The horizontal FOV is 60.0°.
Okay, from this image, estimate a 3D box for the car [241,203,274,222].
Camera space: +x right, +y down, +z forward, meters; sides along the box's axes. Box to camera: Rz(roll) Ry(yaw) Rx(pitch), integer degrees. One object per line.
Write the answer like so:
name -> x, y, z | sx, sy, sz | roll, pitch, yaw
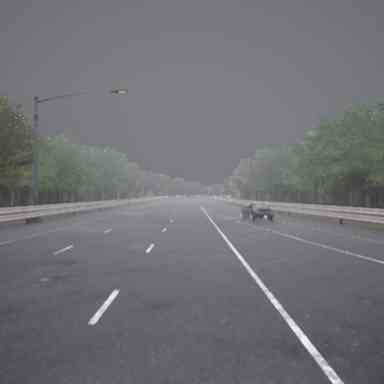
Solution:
car -> 5.644, 1.776, 29.188 | 1.837, 1.490, 4.892 | 0, -1, -7
